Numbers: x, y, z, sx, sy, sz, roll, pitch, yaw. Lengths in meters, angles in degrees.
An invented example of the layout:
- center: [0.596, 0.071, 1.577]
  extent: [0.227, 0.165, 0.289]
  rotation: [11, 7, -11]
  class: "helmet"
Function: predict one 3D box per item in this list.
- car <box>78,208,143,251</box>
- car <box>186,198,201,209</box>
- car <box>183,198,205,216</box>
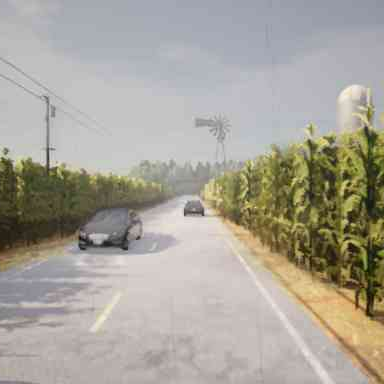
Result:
- center: [-3.251, 1.460, 14.026]
  extent: [2.128, 1.511, 4.902]
  rotation: [0, 0, 0]
  class: "car"
- center: [0.234, 1.515, 45.265]
  extent: [1.895, 1.301, 4.718]
  rotation: [0, 0, 0]
  class: "car"
- center: [0.191, 1.505, 31.490]
  extent: [1.994, 1.385, 4.181]
  rotation: [0, 0, 1]
  class: "car"
